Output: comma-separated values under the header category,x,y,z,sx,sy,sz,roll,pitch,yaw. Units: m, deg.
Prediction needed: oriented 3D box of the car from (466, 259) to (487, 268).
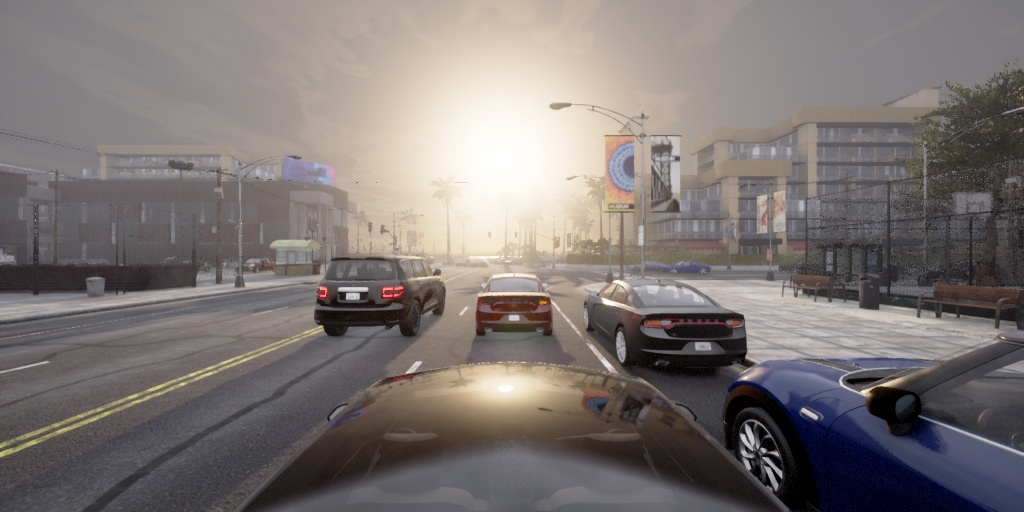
category,x,y,z,sx,sy,sz,roll,pitch,yaw
car,-5.768,1.313,62.114,1.994,1.385,4.181,0,0,15

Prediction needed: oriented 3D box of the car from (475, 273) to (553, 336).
category,x,y,z,sx,sy,sz,roll,pitch,yaw
car,0.064,1.228,10.461,1.882,1.535,5.008,0,0,0

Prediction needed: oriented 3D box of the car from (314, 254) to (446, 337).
category,x,y,z,sx,sy,sz,roll,pitch,yaw
car,-3.437,0.971,10.475,2.150,2.045,5.566,0,0,0

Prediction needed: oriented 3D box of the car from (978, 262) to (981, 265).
category,x,y,z,sx,sy,sz,roll,pitch,yaw
car,45.183,1.102,31.771,4.553,1.767,2.097,0,0,-1

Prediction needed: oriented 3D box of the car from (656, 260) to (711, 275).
category,x,y,z,sx,sy,sz,roll,pitch,yaw
car,18.658,1.227,38.643,5.008,1.535,1.882,0,0,0

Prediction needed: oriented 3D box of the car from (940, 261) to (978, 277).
category,x,y,z,sx,sy,sz,roll,pitch,yaw
car,45.182,1.255,35.271,4.892,1.490,1.837,0,0,-1

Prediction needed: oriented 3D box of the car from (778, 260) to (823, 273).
category,x,y,z,sx,sy,sz,roll,pitch,yaw
car,34.241,1.227,42.256,5.008,1.535,1.882,0,0,0

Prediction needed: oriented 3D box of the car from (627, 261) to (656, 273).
category,x,y,z,sx,sy,sz,roll,pitch,yaw
car,15.929,1.275,42.181,4.674,1.442,1.812,0,0,1

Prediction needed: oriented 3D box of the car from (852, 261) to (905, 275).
category,x,y,z,sx,sy,sz,roll,pitch,yaw
car,39.532,1.256,38.773,4.892,1.490,1.837,1,0,0
